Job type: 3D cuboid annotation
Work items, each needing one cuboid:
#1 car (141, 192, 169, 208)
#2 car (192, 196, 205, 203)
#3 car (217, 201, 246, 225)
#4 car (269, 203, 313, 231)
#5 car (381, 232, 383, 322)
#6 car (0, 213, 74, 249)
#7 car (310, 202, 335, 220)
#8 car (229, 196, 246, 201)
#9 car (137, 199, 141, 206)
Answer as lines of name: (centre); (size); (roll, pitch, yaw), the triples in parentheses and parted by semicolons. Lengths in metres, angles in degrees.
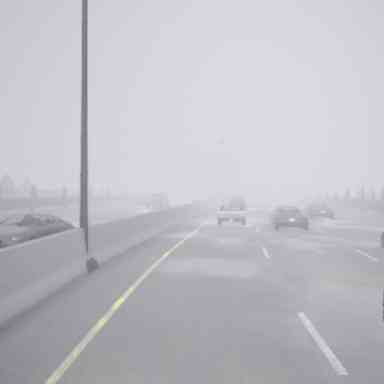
car: (-4.571, 1.081, 44.777); (2.150, 2.045, 5.566); (0, 0, 10)
car: (1.232, 1.371, 58.732); (1.882, 1.535, 5.008); (0, -1, 9)
car: (2.885, 1.547, 23.898); (1.895, 1.301, 4.718); (0, 0, 9)
car: (5.944, 1.532, 20.731); (1.994, 1.385, 4.181); (0, 0, 9)
car: (3.819, 1.498, 3.263); (2.128, 1.511, 4.902); (0, 0, 3)
car: (-6.102, 1.504, 12.442); (1.994, 1.385, 4.181); (0, 0, 7)
car: (10.672, 1.531, 28.302); (1.994, 1.385, 4.181); (0, 0, 9)
car: (5.653, 1.262, 41.330); (2.097, 1.767, 4.553); (0, 0, 9)
car: (-6.963, 1.376, 51.862); (2.033, 1.411, 5.357); (0, 0, 9)
